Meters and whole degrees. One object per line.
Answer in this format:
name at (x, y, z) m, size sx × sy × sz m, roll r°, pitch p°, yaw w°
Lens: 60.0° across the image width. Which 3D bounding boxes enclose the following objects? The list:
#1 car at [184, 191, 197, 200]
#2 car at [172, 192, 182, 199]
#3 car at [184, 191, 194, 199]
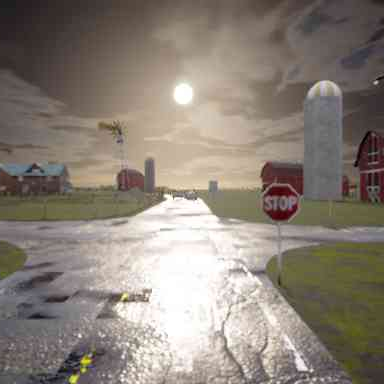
car at (-0.055, 0.783, 64.275) m, size 2.128 × 1.511 × 4.902 m, roll 0°, pitch 1°, yaw -2°
car at (-2.993, 0.726, 68.371) m, size 1.994 × 1.385 × 4.181 m, roll 0°, pitch 1°, yaw -2°
car at (-0.719, 0.649, 74.383) m, size 1.837 × 1.490 × 4.892 m, roll 0°, pitch 1°, yaw -6°
